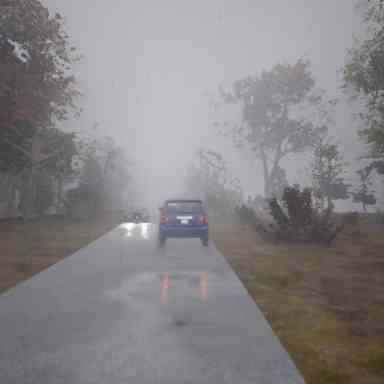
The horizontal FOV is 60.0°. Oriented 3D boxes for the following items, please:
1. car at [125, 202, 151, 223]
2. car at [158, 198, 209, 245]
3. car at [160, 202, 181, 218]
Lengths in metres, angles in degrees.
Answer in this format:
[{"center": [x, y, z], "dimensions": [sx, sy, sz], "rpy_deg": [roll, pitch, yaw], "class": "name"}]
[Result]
[{"center": [-4.414, 1.787, 27.497], "dimensions": [1.994, 1.385, 4.181], "rpy_deg": [0, -1, -6], "class": "car"}, {"center": [-0.446, 1.315, 16.103], "dimensions": [2.150, 2.045, 5.566], "rpy_deg": [0, -1, -3], "class": "car"}, {"center": [-2.312, 1.827, 34.571], "dimensions": [1.882, 1.535, 5.008], "rpy_deg": [0, -1, -8], "class": "car"}]
